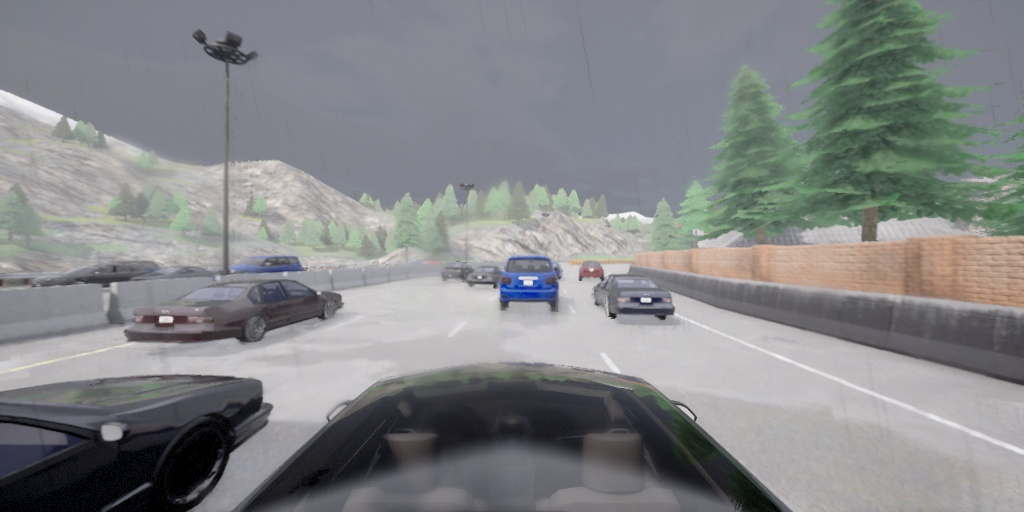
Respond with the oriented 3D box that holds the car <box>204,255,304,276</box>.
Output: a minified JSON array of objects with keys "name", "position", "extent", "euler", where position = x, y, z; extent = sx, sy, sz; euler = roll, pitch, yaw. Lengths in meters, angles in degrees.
[{"name":"car","position":[-16.035,0.979,23.119],"extent":[2.150,2.045,5.566],"euler":[0,0,8]}]

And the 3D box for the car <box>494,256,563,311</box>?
[{"name":"car","position":[0.795,1.008,14.780],"extent":[2.150,2.045,5.566],"euler":[0,0,5]}]

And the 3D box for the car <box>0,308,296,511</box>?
[{"name":"car","position":[-3.377,1.286,1.186],"extent":[2.033,1.411,5.357],"euler":[0,0,0]}]

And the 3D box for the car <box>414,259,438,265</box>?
[{"name":"car","position":[-13.844,1.214,60.585],"extent":[2.097,1.767,4.553],"euler":[0,0,20]}]

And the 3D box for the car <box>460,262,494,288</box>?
[{"name":"car","position":[-1.571,1.351,24.186],"extent":[2.033,1.411,5.357],"euler":[0,0,9]}]

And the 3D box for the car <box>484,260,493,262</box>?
[{"name":"car","position":[-4.823,1.392,64.448],"extent":[2.128,1.511,4.902],"euler":[0,0,23]}]

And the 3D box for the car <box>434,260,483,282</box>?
[{"name":"car","position":[-4.201,1.301,29.283],"extent":[2.128,1.511,4.902],"euler":[0,0,10]}]

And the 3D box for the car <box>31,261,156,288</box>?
[{"name":"car","position":[-23.414,1.233,20.334],"extent":[1.837,1.490,4.892],"euler":[0,0,7]}]

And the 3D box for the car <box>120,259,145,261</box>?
[{"name":"car","position":[-26.438,1.081,24.199],"extent":[2.097,1.767,4.553],"euler":[0,0,8]}]

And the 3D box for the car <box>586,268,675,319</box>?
[{"name":"car","position":[4.123,1.339,12.962],"extent":[2.033,1.411,5.357],"euler":[0,0,5]}]

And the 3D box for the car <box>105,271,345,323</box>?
[{"name":"car","position":[-6.631,1.298,9.524],"extent":[2.033,1.411,5.357],"euler":[0,0,3]}]

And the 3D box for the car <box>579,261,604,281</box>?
[{"name":"car","position":[6.993,1.201,31.691],"extent":[2.097,1.767,4.553],"euler":[0,0,12]}]

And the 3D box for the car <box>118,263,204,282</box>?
[{"name":"car","position":[-19.774,1.305,21.206],"extent":[1.994,1.385,4.181],"euler":[0,0,7]}]
